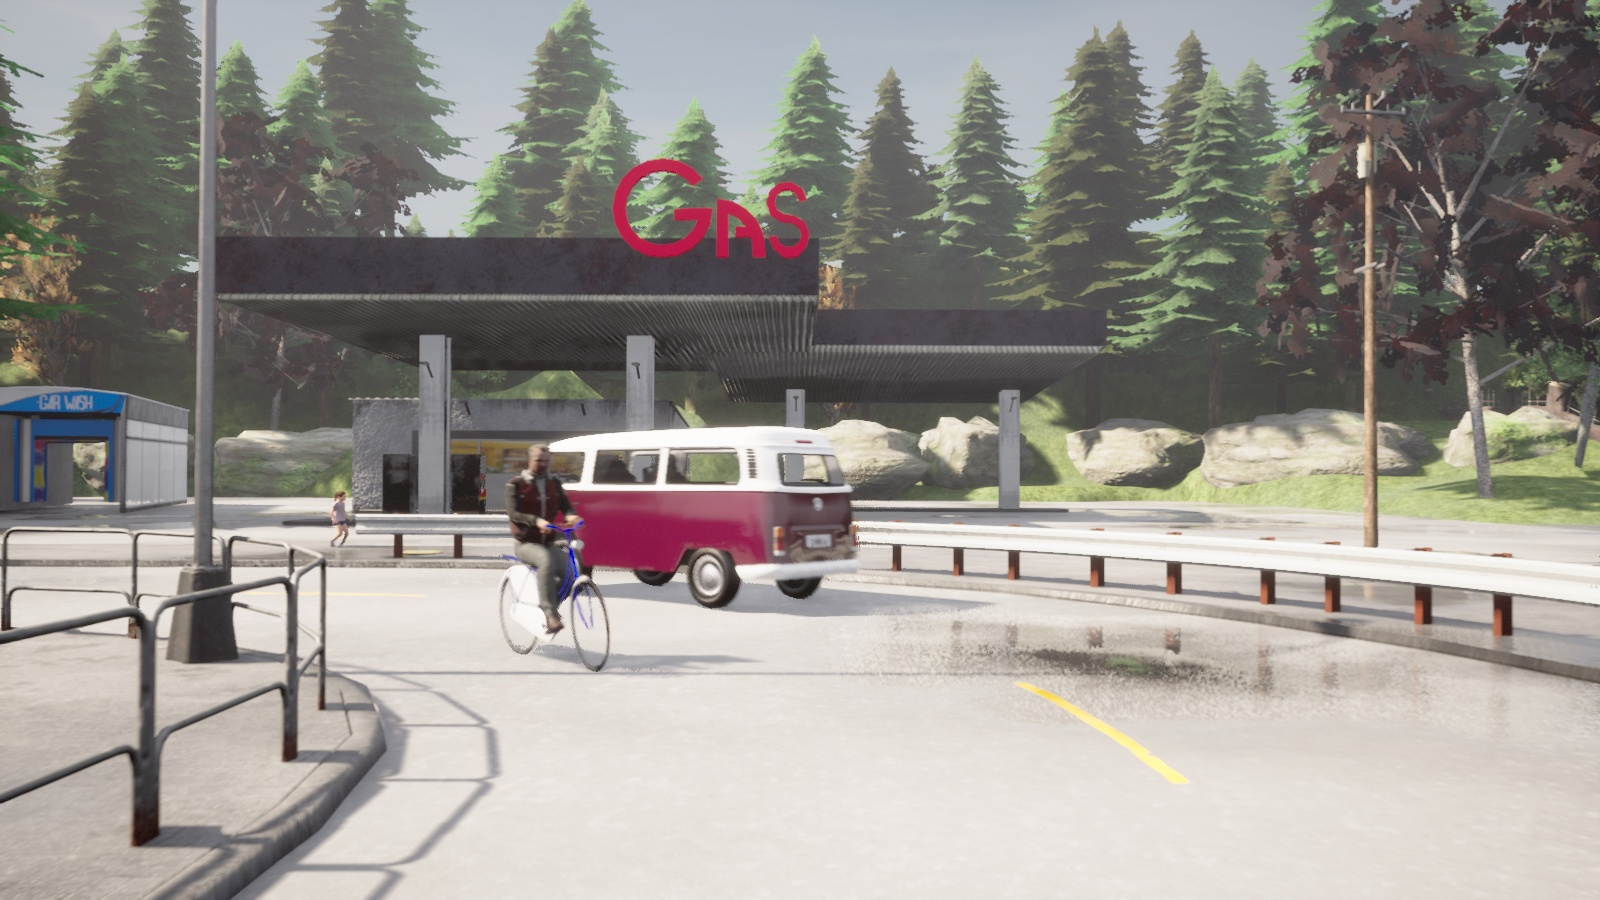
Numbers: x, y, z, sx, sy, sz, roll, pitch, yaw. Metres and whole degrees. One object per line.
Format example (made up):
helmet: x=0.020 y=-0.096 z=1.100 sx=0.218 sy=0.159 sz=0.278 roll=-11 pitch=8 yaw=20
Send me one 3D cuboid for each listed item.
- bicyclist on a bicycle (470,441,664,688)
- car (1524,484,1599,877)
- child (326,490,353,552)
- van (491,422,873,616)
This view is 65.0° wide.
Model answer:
bicyclist on a bicycle: x=-1.897 y=0.844 z=10.017 sx=0.659 sy=1.776 sz=1.843 roll=-2 pitch=0 yaw=-40
car: x=3.995 y=0.863 z=3.486 sx=1.845 sy=1.501 sz=3.633 roll=0 pitch=-1 yaw=0
child: x=-8.347 y=1.282 z=22.769 sx=0.394 sy=1.110 sz=0.255 roll=-1 pitch=-1 yaw=18
van: x=-1.536 y=0.778 z=15.407 sx=4.480 sy=2.038 sz=2.069 roll=-1 pitch=-2 yaw=38
